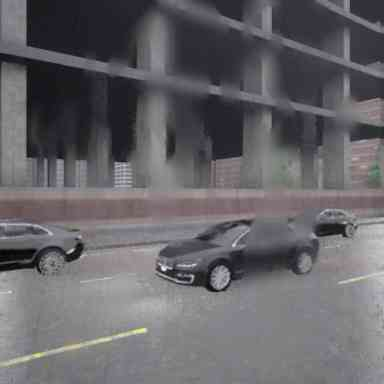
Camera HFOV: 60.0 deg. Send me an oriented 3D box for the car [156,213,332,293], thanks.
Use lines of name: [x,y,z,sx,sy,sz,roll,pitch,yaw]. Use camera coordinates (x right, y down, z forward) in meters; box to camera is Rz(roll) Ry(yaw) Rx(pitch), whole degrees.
car: [1.393,1.514,8.989,4.892,1.490,1.837,0,0,-32]

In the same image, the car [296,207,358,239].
car: [5.974,1.516,16.053,4.902,1.511,2.128,0,0,-32]

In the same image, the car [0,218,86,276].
car: [-5.396,1.491,8.883,4.902,1.511,2.128,0,0,-32]
